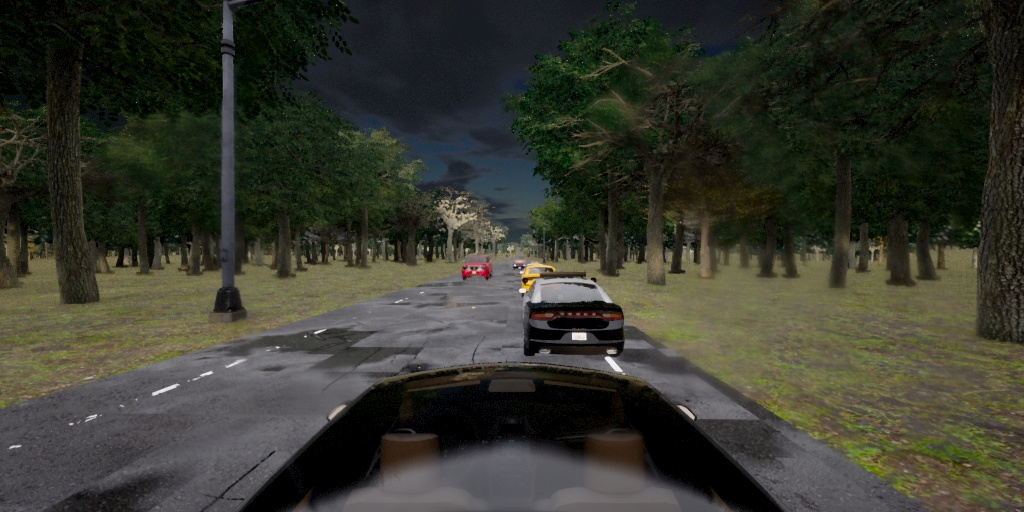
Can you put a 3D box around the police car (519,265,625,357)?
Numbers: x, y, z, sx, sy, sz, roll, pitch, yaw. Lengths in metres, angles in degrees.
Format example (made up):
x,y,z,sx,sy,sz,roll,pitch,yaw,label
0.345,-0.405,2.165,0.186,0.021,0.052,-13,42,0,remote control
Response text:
x,y,z,sx,sy,sz,roll,pitch,yaw,label
1.209,1.170,8.719,1.930,1.638,5.238,0,0,1,police car

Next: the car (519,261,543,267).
x,y,z,sx,sy,sz,roll,pitch,yaw,label
1.432,1.208,18.609,1.882,1.535,5.008,0,0,1,car

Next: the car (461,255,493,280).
x,y,z,sx,sy,sz,roll,pitch,yaw,label
-2.853,0.922,30.385,2.150,2.045,5.566,0,0,1,car

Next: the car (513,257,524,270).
x,y,z,sx,sy,sz,roll,pitch,yaw,label
1.092,1.228,48.582,1.895,1.301,4.718,0,0,2,car

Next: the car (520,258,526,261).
x,y,z,sx,sy,sz,roll,pitch,yaw,label
1.572,1.171,24.797,1.801,1.575,5.366,0,0,1,car
